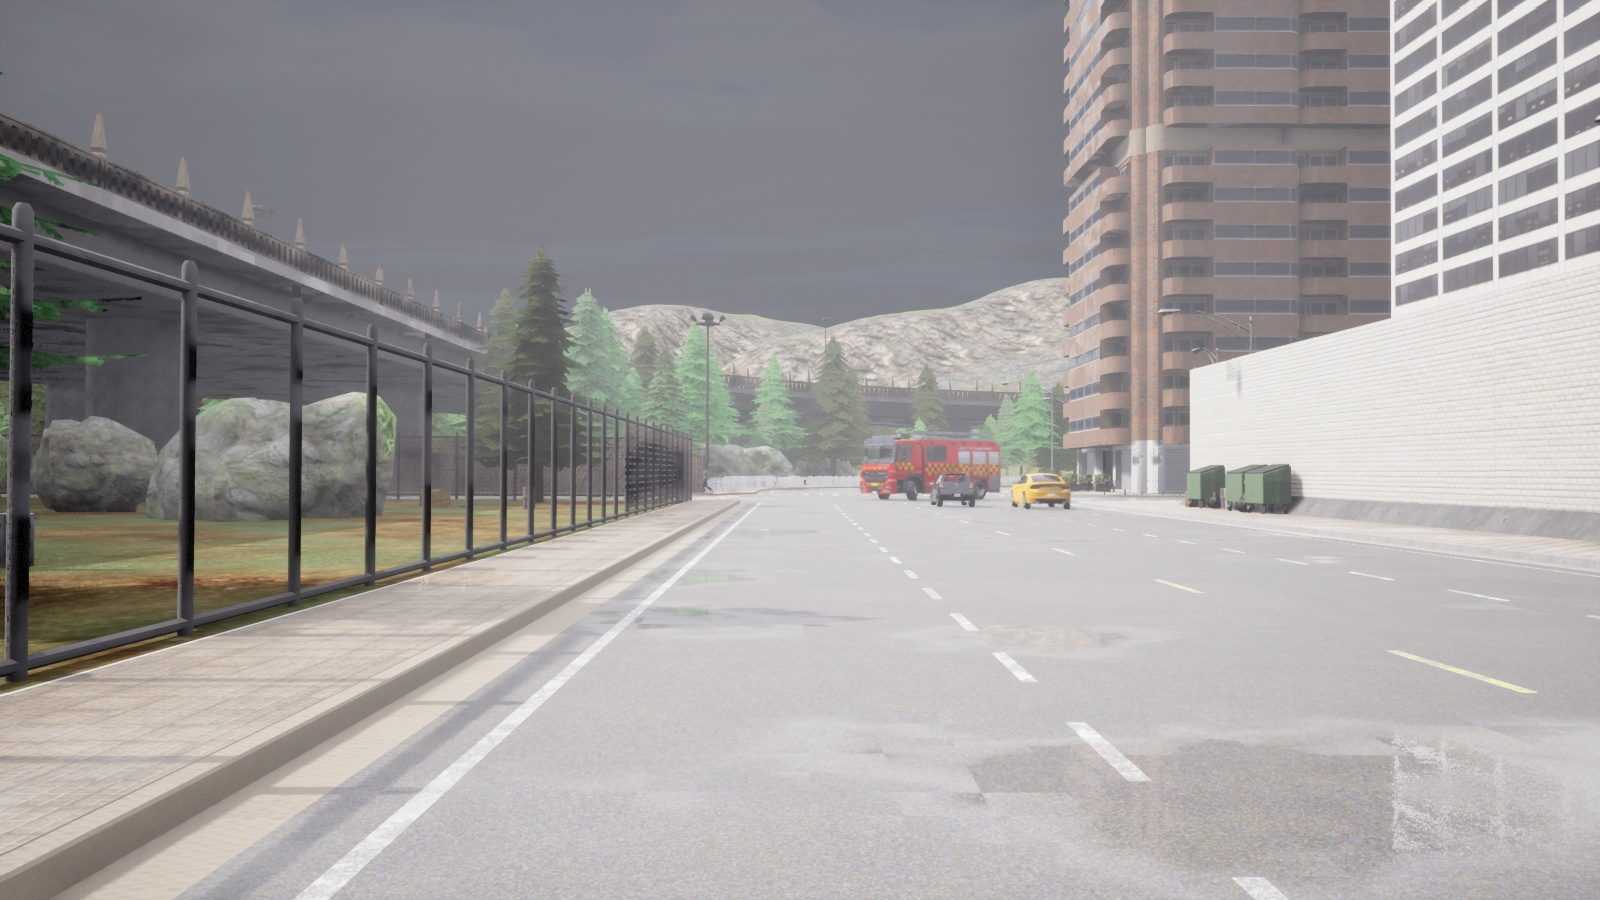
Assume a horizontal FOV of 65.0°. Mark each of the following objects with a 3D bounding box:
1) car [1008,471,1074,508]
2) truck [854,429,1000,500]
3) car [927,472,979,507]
[{"bbox_3d":[10.348,1.659,54.206,1.882,1.535,5.008,0,-1,0],"label":"car"},{"bbox_3d":[7.229,0.844,70.783,8.468,3.827,2.891,1,-2,-37],"label":"truck"},{"bbox_3d":[6.842,1.746,56.417,1.845,1.501,3.633,0,-1,0],"label":"car"}]
